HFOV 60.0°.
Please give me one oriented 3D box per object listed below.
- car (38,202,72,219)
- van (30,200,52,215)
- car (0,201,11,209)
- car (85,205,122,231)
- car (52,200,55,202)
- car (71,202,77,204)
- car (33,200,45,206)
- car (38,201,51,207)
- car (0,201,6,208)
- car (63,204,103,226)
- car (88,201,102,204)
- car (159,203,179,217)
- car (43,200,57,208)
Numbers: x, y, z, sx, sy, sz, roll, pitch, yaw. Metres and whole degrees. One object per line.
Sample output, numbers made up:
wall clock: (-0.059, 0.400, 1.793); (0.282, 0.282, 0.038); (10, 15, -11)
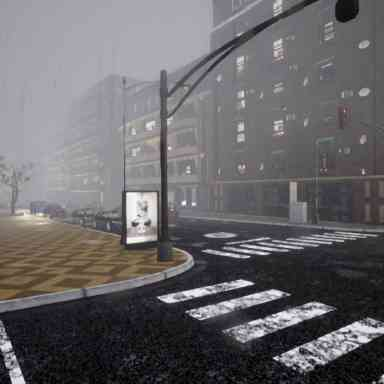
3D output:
car: (-14.893, 2.115, 36.109); (1.887, 1.381, 4.507); (-2, 0, -36)
van: (-19.811, 2.035, 42.997); (1.690, 1.788, 3.998); (-2, 0, -36)
car: (-38.087, 2.704, 68.323); (2.008, 1.369, 4.403); (-2, 0, -36)
car: (-5.554, 1.888, 23.119); (2.008, 1.369, 4.403); (-2, 0, -36)
car: (-25.350, 2.470, 60.605); (1.994, 1.385, 4.181); (-1, -1, -36)
car: (-21.505, 2.424, 59.695); (1.802, 1.307, 4.206); (-2, 0, -36)
car: (-37.824, 2.798, 82.258); (1.887, 1.381, 4.507); (-2, 0, -36)
car: (-34.559, 2.736, 77.745); (1.947, 1.339, 4.313); (-2, 0, -36)
car: (-44.614, 2.863, 77.348); (1.887, 1.381, 4.507); (-2, 0, -36)
car: (-8.818, 1.969, 27.632); (2.008, 1.369, 4.403); (-2, 0, -36)
car: (-14.977, 2.119, 50.672); (1.967, 1.590, 4.097); (-2, 0, -36)
car: (-3.132, 1.824, 34.506); (1.967, 1.590, 4.097); (-2, 0, -36)
car: (-31.299, 2.528, 73.233); (1.967, 1.590, 4.097); (-2, 0, -36)
